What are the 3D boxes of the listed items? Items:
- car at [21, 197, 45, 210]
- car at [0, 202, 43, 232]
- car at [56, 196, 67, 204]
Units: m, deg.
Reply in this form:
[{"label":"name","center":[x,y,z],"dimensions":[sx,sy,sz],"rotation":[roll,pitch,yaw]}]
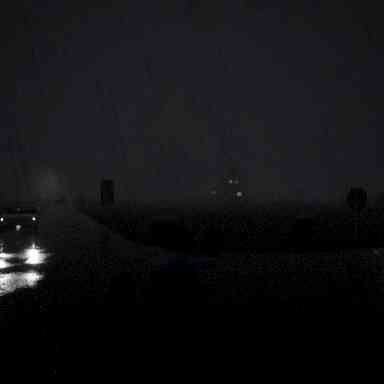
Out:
[{"label":"car","center":[-13.968,1.388,28.650],"dimensions":[1.812,1.442,4.674],"rotation":[1,0,-23]},{"label":"car","center":[-9.932,1.503,19.366],"dimensions":[1.895,1.301,4.718],"rotation":[1,0,-24]},{"label":"car","center":[-23.100,1.331,59.009],"dimensions":[2.033,1.411,5.357],"rotation":[1,0,-21]}]
